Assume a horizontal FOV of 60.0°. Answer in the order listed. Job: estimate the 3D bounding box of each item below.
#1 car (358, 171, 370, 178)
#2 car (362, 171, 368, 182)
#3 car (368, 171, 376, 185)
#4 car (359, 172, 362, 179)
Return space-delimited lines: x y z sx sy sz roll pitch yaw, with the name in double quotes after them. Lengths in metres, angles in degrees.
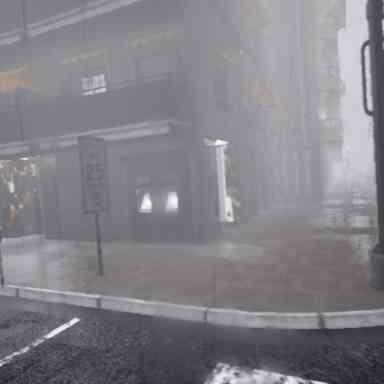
36.764 -3.743 71.208 2.008 1.369 4.403 -3 2 24 "car"
27.720 -2.446 51.051 1.967 1.590 4.097 -3 2 24 "car"
23.212 -1.597 40.980 1.802 1.307 4.206 -3 2 24 "car"
34.505 -3.392 66.169 2.008 1.369 4.403 -3 2 24 "car"
